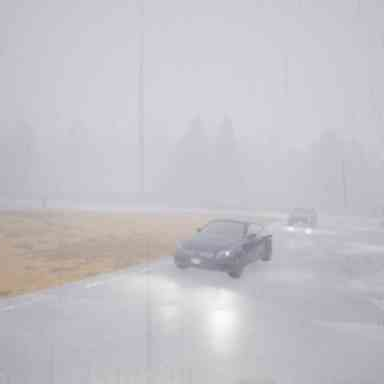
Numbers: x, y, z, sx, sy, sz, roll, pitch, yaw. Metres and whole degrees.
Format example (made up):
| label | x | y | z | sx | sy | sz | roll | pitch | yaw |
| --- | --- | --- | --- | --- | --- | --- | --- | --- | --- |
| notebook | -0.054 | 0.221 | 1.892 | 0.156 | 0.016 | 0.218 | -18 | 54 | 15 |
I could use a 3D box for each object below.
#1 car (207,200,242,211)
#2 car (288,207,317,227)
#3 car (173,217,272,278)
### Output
| label | x | y | z | sx | sy | sz | roll | pitch | yaw |
| --- | --- | --- | --- | --- | --- | --- | --- | --- | --- |
| car | 4.345 | 1.774 | 44.762 | 4.674 | 1.442 | 1.812 | 3 | 0 | 10 |
| car | 8.929 | 1.925 | 26.577 | 2.033 | 1.411 | 5.357 | 3 | 0 | 24 |
| car | 1.237 | 1.568 | 10.619 | 1.812 | 1.442 | 4.674 | 3 | 0 | 29 |
